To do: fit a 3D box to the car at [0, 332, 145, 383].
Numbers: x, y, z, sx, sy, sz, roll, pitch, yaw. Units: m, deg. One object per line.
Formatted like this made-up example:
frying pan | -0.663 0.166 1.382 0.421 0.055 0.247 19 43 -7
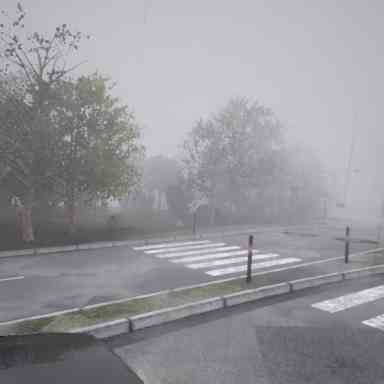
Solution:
car | -2.716 1.545 1.501 5.357 1.411 2.033 0 0 -36
